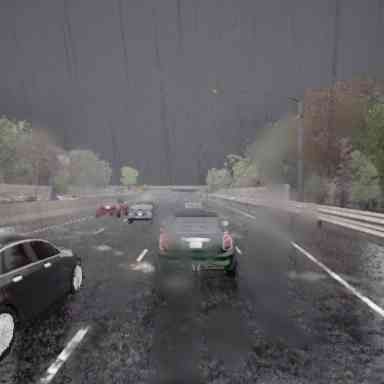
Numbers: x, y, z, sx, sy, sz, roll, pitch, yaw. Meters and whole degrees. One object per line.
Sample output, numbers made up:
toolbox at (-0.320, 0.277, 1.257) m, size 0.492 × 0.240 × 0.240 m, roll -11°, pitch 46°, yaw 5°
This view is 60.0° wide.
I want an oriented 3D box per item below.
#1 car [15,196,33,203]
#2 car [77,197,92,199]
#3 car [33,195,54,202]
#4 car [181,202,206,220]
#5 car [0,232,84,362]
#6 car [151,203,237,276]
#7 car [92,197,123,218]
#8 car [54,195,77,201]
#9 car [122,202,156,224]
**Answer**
car at (-28.019, 1.406, 56.307) m, size 1.837 × 1.490 × 4.892 m, roll 0°, pitch 0°, yaw 1°
car at (-17.528, 1.504, 56.981) m, size 1.895 × 1.301 × 4.718 m, roll 0°, pitch 0°, yaw 1°
car at (-24.526, 1.255, 56.555) m, size 2.097 × 1.767 × 4.553 m, roll 0°, pitch 0°, yaw 1°
car at (0.105, 1.541, 28.037) m, size 1.895 × 1.301 × 4.718 m, roll 0°, pitch 0°, yaw 0°
car at (-3.402, 1.490, 5.783) m, size 1.837 × 1.490 × 4.892 m, roll 0°, pitch 0°, yaw 0°
car at (0.101, 1.326, 10.369) m, size 2.097 × 1.767 × 4.553 m, roll 0°, pitch 0°, yaw 0°
car at (-6.895, 1.290, 29.323) m, size 2.097 × 1.767 × 4.553 m, roll 0°, pitch 0°, yaw 0°
car at (-21.032, 1.255, 56.706) m, size 2.097 × 1.767 × 4.553 m, roll 0°, pitch 0°, yaw 1°
car at (-3.396, 1.494, 24.269) m, size 2.033 × 1.411 × 5.357 m, roll 0°, pitch 0°, yaw 0°
